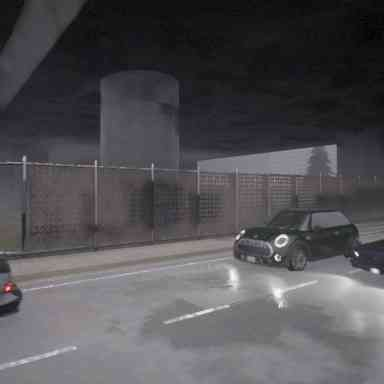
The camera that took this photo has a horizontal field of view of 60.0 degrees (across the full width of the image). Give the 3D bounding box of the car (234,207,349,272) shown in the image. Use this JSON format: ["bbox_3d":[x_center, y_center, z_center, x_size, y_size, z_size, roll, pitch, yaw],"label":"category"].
[{"bbox_3d":[3.518,1.353,10.934,4.553,1.767,2.097,0,0,-36],"label":"car"}]

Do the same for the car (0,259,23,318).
[{"bbox_3d":[-5.315,1.547,4.461,5.357,1.411,2.033,0,0,-36],"label":"car"}]

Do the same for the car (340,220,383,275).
[{"bbox_3d":[6.999,1.547,9.033,5.357,1.411,2.033,0,0,-19],"label":"car"}]
